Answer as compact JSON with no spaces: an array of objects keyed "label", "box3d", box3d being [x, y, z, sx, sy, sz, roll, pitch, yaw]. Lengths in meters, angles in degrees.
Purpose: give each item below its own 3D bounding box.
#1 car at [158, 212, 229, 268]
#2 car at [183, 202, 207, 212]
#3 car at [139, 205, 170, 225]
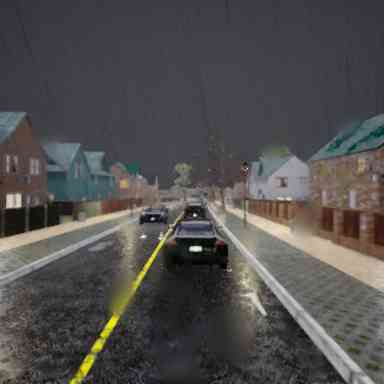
[{"label":"car","box3d":[0.118,1.589,11.435,1.994,1.385,4.181,0,0,0]},{"label":"car","box3d":[0.274,1.612,28.894,1.837,1.490,4.892,0,0,1]},{"label":"car","box3d":[-2.645,1.653,24.518,1.994,1.385,4.181,0,0,1]}]
